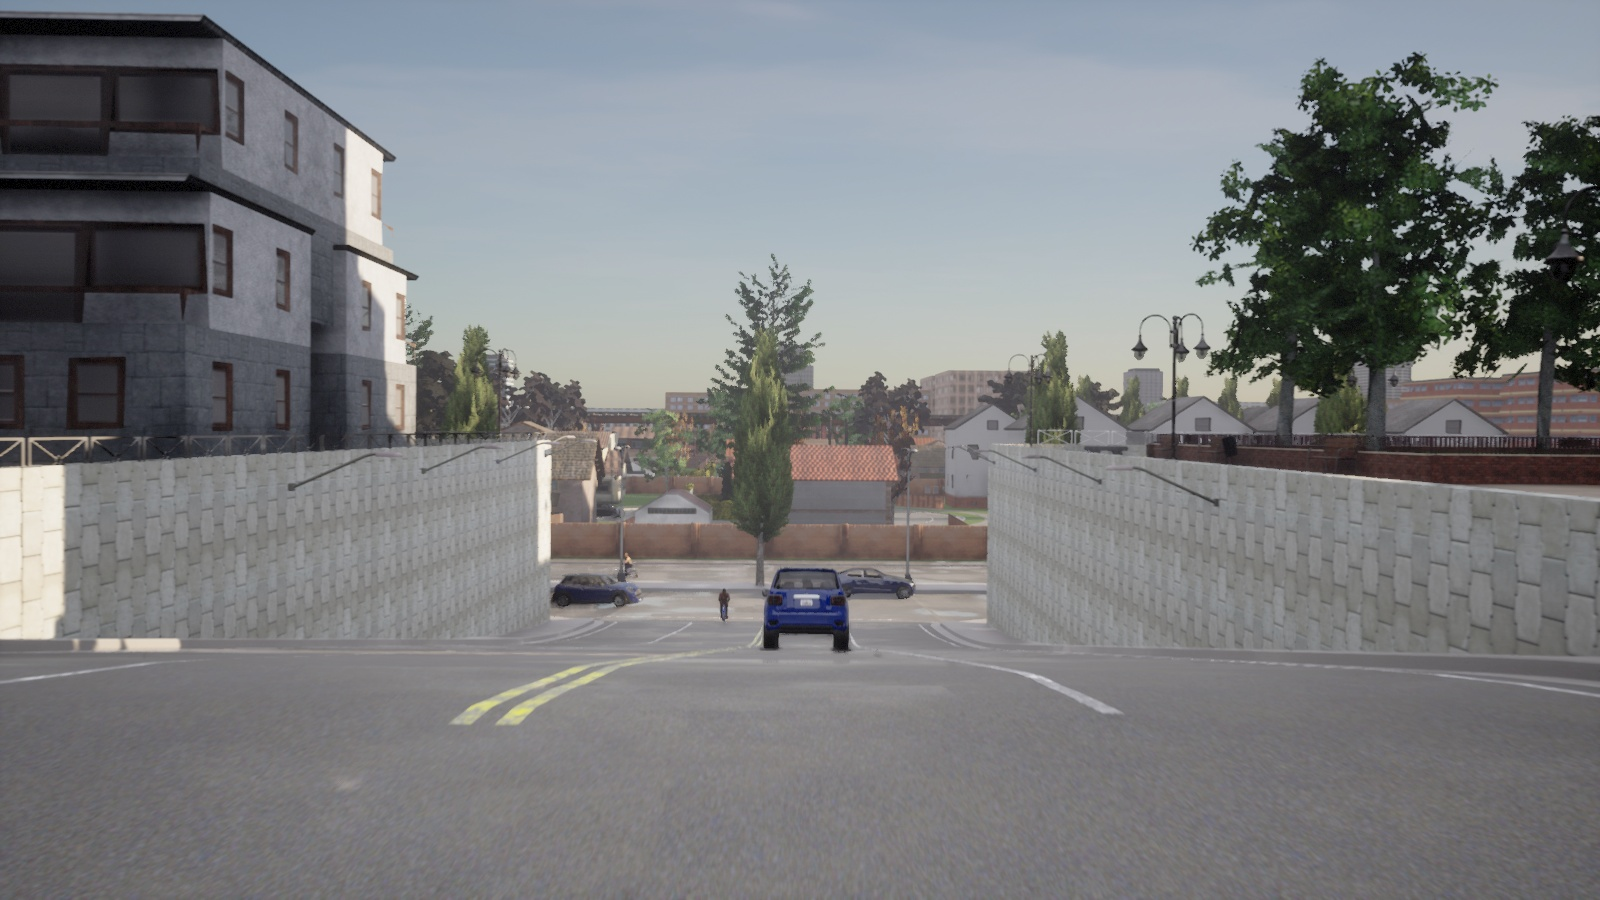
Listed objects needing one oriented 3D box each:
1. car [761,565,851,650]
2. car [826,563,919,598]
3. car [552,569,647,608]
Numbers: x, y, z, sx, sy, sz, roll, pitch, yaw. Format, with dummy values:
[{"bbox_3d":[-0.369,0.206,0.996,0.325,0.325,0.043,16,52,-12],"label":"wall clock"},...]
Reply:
[{"bbox_3d":[0.162,4.239,33.246,2.150,2.045,5.566,1,-9,0],"label":"car"},{"bbox_3d":[4.008,7.274,70.149,5.027,1.651,2.152,1,0,-1],"label":"car"},{"bbox_3d":[-10.518,7.266,66.064,4.553,1.767,2.097,-1,0,6],"label":"car"}]
